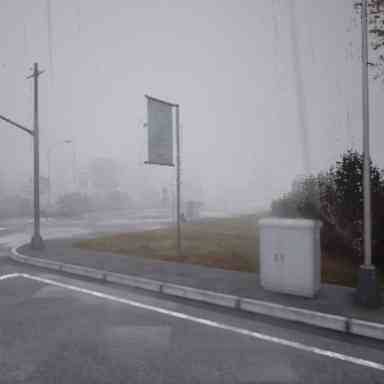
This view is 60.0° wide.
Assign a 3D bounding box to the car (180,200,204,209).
[{"bbox_3d":[0.035,1.965,52.896,1.895,1.301,4.718,-1,0,33],"label":"car"}]

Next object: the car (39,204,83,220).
[{"bbox_3d":[-12.838,1.911,32.631,1.994,1.385,4.181,-1,0,32],"label":"car"}]
